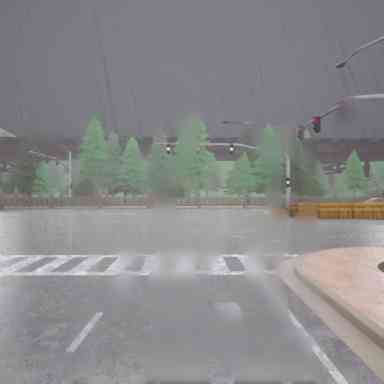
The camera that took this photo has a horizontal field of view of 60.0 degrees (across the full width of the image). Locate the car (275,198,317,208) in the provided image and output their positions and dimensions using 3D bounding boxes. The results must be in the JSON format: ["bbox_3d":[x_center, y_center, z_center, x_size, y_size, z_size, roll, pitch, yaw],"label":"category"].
[{"bbox_3d":[12.460,1.505,39.793,4.892,1.490,1.837,0,0,-1],"label":"car"}]

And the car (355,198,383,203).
[{"bbox_3d":[21.862,1.478,40.006,5.008,1.535,1.882,0,0,-1],"label":"car"}]
